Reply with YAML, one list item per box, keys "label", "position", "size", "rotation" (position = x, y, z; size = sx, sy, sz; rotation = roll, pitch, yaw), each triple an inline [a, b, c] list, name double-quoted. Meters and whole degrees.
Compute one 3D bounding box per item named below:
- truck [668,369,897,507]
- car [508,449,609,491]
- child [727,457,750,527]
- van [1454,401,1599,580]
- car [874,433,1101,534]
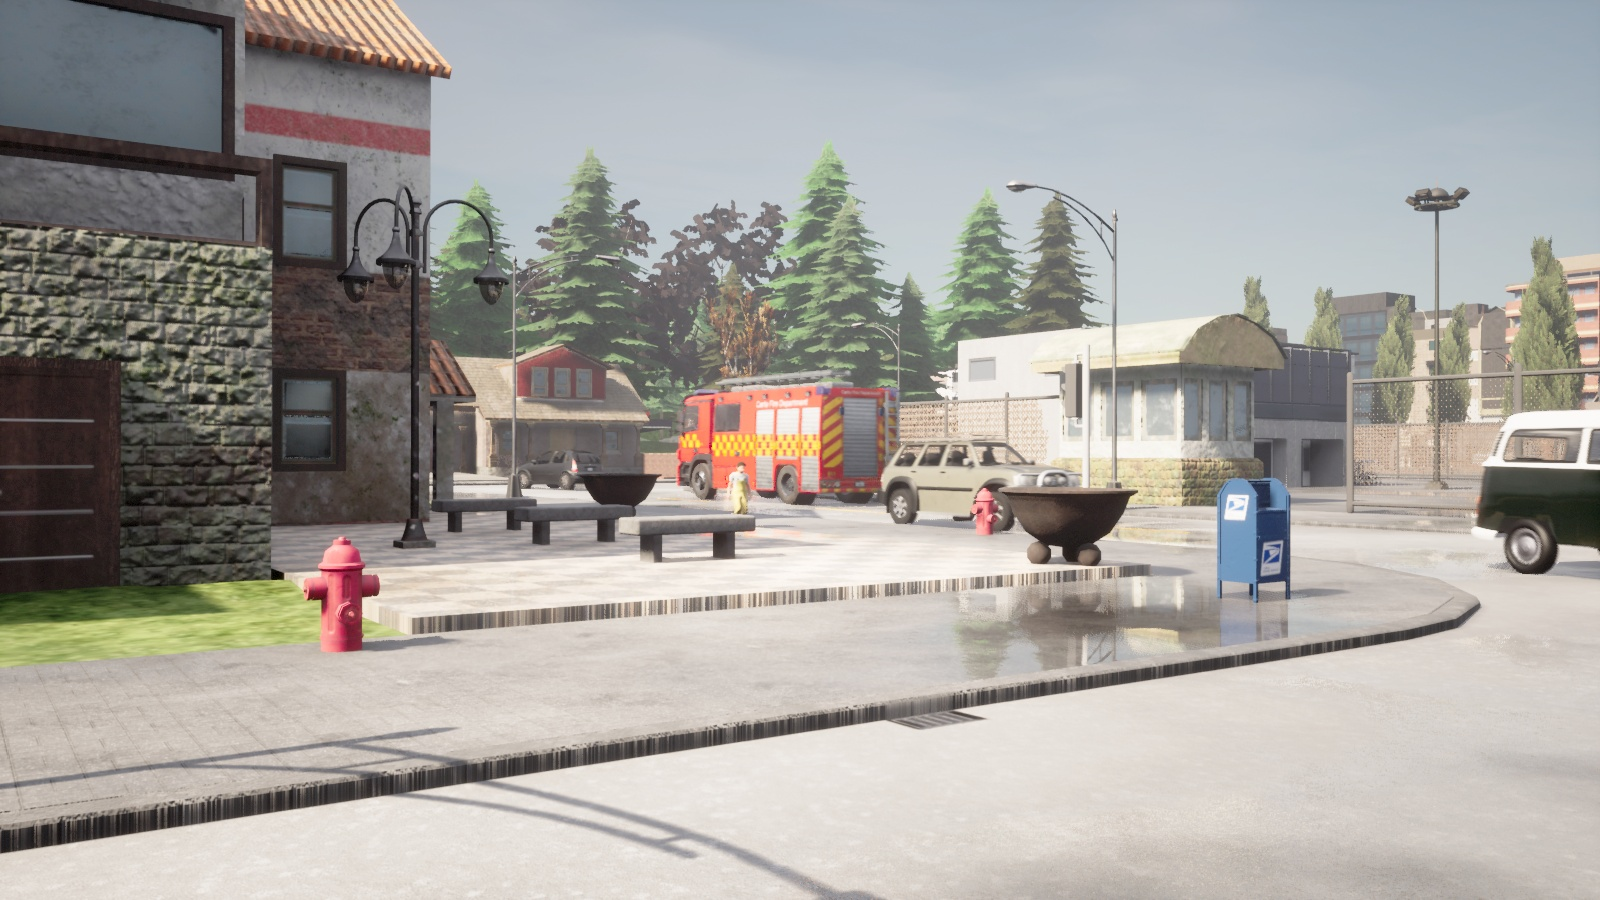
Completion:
- label: "truck"
  position: [-0.783, -0.323, 38.991]
  size: [2.891, 3.827, 8.468]
  rotation: [0, 0, -34]
- label: "car"
  position: [-9.724, 0.787, 50.455]
  size: [3.988, 1.617, 1.851]
  rotation: [0, 0, 40]
- label: "child"
  position: [-1.120, 0.760, 22.905]
  size: [0.270, 1.263, 0.437]
  rotation: [0, 0, -27]
- label: "van"
  position: [10.105, 0.481, 14.455]
  size: [2.069, 2.038, 4.480]
  rotation: [1, 0, -14]
- label: "car"
  position: [3.672, 0.616, 25.405]
  size: [1.932, 1.855, 4.605]
  rotation: [0, 0, -34]
